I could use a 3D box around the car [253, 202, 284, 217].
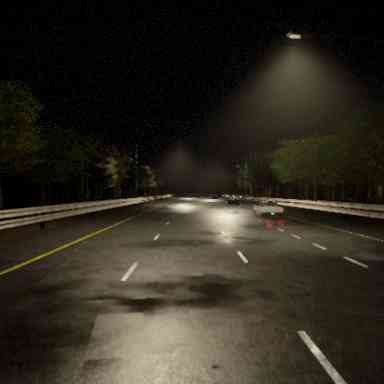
[{"bbox_3d":[6.998,1.610,31.024,1.895,1.301,4.718,0,0,0],"label":"car"}]

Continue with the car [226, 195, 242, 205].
[{"bbox_3d":[7.046,1.533,58.397,2.128,1.511,4.902,0,0,0],"label":"car"}]
